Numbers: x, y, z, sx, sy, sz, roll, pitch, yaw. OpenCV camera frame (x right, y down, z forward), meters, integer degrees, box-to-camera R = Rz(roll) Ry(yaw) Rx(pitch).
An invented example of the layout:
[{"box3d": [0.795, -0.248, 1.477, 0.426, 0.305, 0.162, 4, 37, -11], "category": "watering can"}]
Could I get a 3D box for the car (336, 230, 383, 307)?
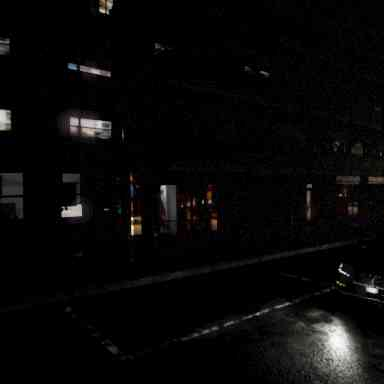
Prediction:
[{"box3d": [5.099, 1.502, 7.391, 4.892, 1.490, 1.837, 0, 0, -38], "category": "car"}]
